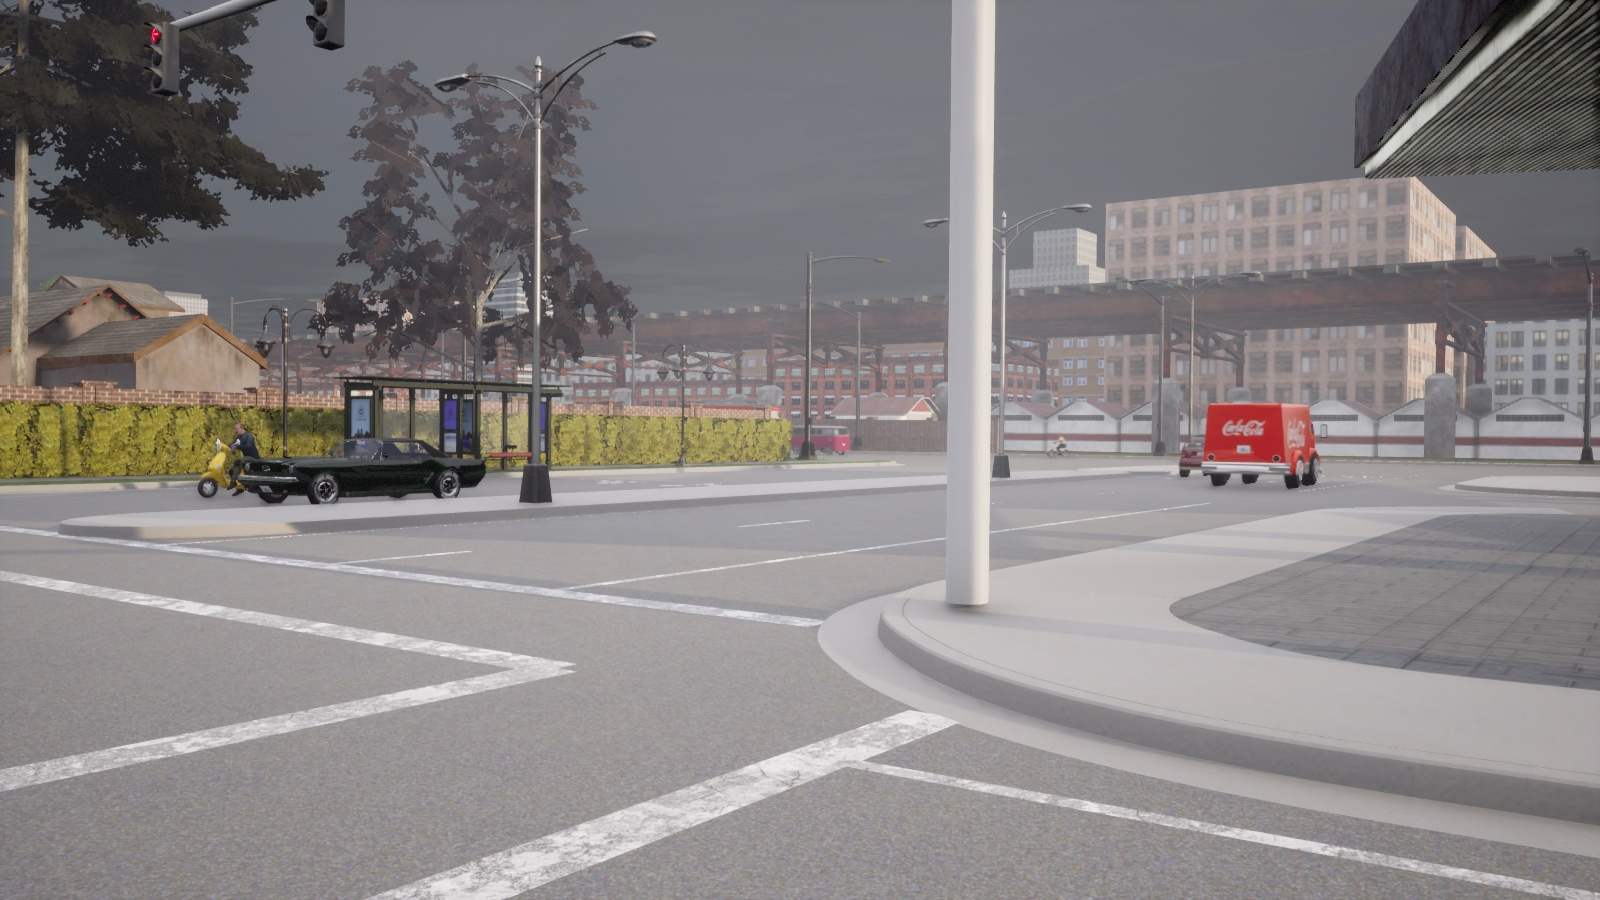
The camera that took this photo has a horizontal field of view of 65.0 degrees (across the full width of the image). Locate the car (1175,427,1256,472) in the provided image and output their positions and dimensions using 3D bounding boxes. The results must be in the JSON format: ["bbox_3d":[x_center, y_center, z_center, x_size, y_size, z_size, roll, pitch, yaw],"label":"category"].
[{"bbox_3d":[15.080,-0.047,45.435,1.789,1.549,3.705,0,1,35],"label":"car"}]

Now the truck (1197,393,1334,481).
[{"bbox_3d":[14.174,-0.403,38.036,2.627,2.467,5.204,0,1,35],"label":"truck"}]

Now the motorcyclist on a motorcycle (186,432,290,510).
[{"bbox_3d":[-11.985,0.427,26.842,0.866,1.590,1.817,0,1,35],"label":"motorcyclist on a motorcycle"}]

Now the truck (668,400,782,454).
[{"bbox_3d":[-5.605,-1.708,92.855,8.468,3.827,2.891,1,1,35],"label":"truck"}]

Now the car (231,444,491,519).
[{"bbox_3d":[-8.724,0.564,25.371,1.895,1.301,4.718,0,1,35],"label":"car"}]

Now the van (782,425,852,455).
[{"bbox_3d":[1.118,-0.673,83.848,4.442,1.987,1.775,0,1,35],"label":"van"}]
